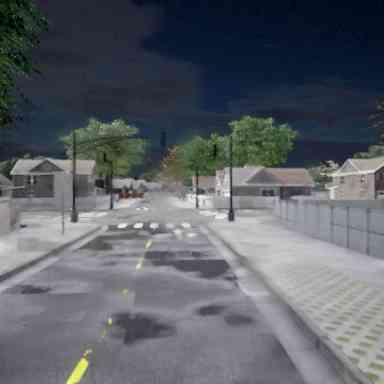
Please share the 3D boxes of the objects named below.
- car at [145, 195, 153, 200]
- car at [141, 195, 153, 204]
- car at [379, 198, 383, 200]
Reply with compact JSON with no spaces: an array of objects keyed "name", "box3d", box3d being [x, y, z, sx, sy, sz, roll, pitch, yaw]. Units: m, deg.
[{"name":"car","box3d":[-11.524,1.477,89.655,1.895,1.301,4.718,0,0,-5]},{"name":"car","box3d":[-8.754,1.532,63.713,1.895,1.301,4.718,0,0,-7]},{"name":"car","box3d":[25.370,0.977,40.098,5.566,2.045,2.150,-1,0,-5]}]
